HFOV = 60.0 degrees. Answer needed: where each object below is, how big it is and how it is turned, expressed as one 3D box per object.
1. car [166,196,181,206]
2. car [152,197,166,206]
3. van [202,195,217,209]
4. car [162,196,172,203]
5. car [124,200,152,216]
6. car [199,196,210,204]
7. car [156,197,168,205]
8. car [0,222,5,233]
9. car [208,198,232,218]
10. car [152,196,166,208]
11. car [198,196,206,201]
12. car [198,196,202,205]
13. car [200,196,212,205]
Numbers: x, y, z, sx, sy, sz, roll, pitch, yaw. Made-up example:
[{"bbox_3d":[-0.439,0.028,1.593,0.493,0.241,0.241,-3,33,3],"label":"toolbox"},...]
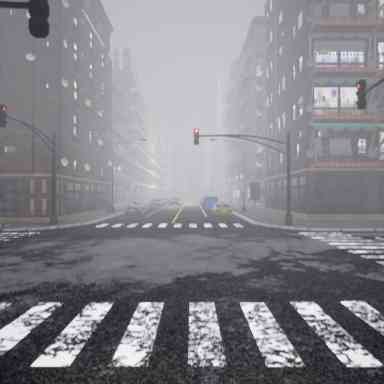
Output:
[{"bbox_3d":[-2.823,1.526,54.407,2.033,1.411,5.357,0,0,0],"label":"car"},{"bbox_3d":[-5.380,1.559,55.106,1.752,1.417,4.829,1,0,0],"label":"car"},{"bbox_3d":[2.550,1.363,44.034,1.690,1.788,3.998,1,0,0],"label":"van"},{"bbox_3d":[-5.403,1.607,72.250,2.008,1.369,4.403,1,0,0],"label":"car"},{"bbox_3d":[-5.479,1.562,32.645,2.008,1.369,4.403,1,0,0],"label":"car"},{"bbox_3d":[2.485,1.599,66.656,2.008,1.369,4.403,1,0,0],"label":"car"},{"bbox_3d":[-5.388,1.622,60.934,1.802,1.307,4.206,1,0,0],"label":"car"},{"bbox_3d":[-11.189,1.629,14.835,4.718,1.301,1.895,0,-1,-1],"label":"car"},{"bbox_3d":[2.664,1.535,30.201,1.752,1.417,4.829,1,0,0],"label":"car"},{"bbox_3d":[-5.373,1.609,49.618,1.802,1.307,4.206,1,0,0],"label":"car"},{"bbox_3d":[2.462,1.620,83.624,1.887,1.381,4.507,1,0,0],"label":"car"},{"bbox_3d":[2.510,1.343,49.687,2.192,1.841,5.009,1,0,0],"label":"car"},{"bbox_3d":[2.494,1.481,61.000,1.967,1.590,4.097,1,0,0],"label":"car"}]
